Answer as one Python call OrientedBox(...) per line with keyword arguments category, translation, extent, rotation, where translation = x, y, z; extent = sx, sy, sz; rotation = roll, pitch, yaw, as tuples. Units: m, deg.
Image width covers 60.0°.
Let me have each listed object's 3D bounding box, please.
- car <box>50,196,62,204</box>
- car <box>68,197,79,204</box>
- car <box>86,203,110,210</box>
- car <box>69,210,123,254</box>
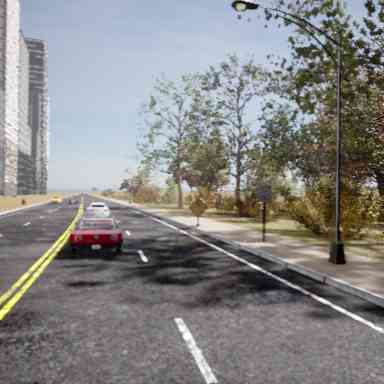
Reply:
OrientedBox(category="car", translation=(-26.996, 1.610, 66.138), extent=(1.882, 1.535, 5.008), rotation=(1, 0, -18))
OrientedBox(category="car", translation=(-23.907, 1.702, 67.146), extent=(2.128, 1.511, 4.902), rotation=(1, 0, -18))
OrientedBox(category="car", translation=(-8.089, 1.631, 28.623), extent=(1.812, 1.442, 4.674), rotation=(1, 0, -16))
OrientedBox(category="car", translation=(-3.930, 1.654, 13.867), extent=(1.895, 1.301, 4.718), rotation=(1, 0, -15))
